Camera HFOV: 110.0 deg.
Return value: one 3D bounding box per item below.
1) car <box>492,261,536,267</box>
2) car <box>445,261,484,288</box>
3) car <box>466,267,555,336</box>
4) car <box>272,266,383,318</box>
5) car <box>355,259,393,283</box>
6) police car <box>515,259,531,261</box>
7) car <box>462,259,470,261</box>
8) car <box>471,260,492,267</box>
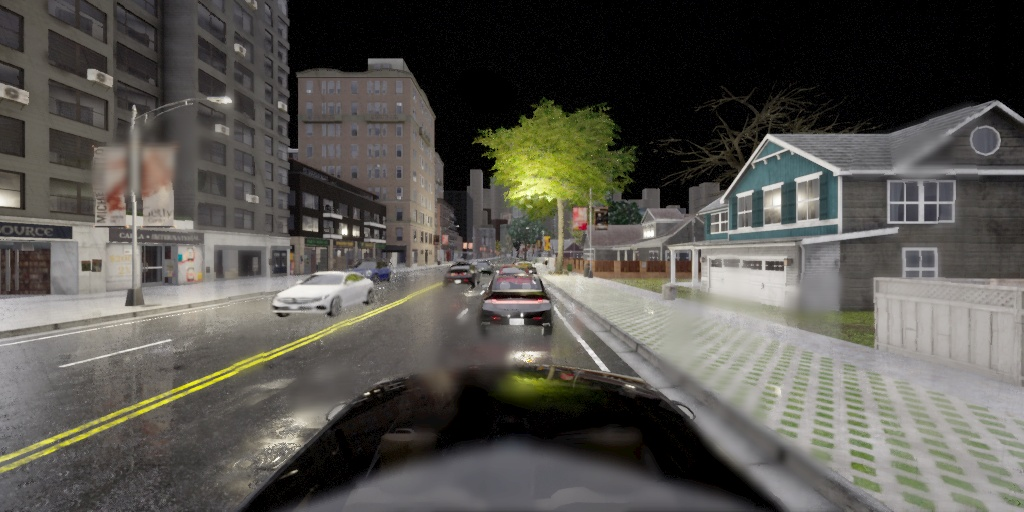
[{"bbox_3d":[0.122,1.219,19.860,1.882,1.535,5.008,0,0,0],"label":"car"},{"bbox_3d":[-3.124,1.241,23.307,1.837,1.490,4.892,0,0,0],"label":"car"},{"bbox_3d":[0.113,1.239,10.357,2.128,1.511,4.902,0,0,0],"label":"car"},{"bbox_3d":[-6.586,1.272,13.167,1.812,1.442,4.674,0,0,0],"label":"car"},{"bbox_3d":[-9.823,1.088,24.550,2.097,1.767,4.553,0,0,0],"label":"car"},{"bbox_3d":[1.009,1.156,29.590,1.930,1.638,5.238,0,0,0],"label":"police car"},{"bbox_3d":[-6.520,1.293,58.150,1.895,1.301,4.718,0,0,0],"label":"car"},{"bbox_3d":[-3.107,1.281,39.043,1.994,1.385,4.181,0,0,0],"label":"car"}]
